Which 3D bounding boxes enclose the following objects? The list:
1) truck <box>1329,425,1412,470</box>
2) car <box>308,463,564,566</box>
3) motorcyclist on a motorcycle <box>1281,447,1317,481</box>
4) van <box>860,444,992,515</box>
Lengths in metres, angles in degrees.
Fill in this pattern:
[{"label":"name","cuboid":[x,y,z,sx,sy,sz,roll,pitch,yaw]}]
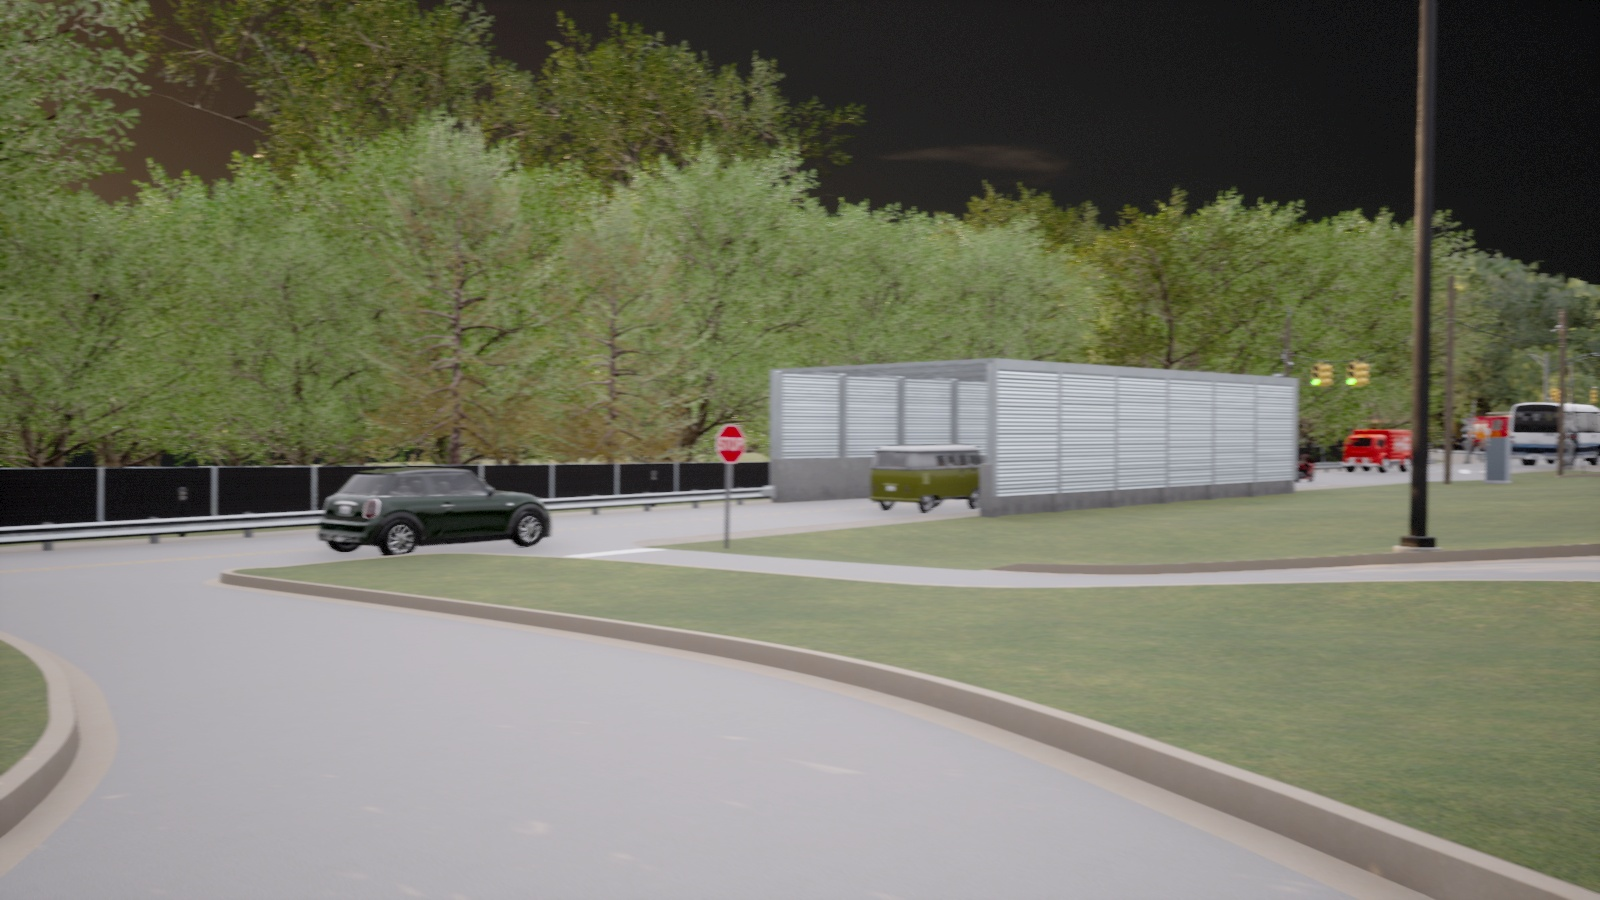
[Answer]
[{"label":"truck","cuboid":[33.065,-0.169,72.727,5.204,2.467,2.627,-1,1,-44]},{"label":"car","cuboid":[-7.251,1.208,25.401,2.097,1.767,4.553,0,1,39]},{"label":"motorcyclist on a motorcycle","cuboid":[23.041,0.621,57.929,0.797,1.523,2.044,1,1,45]},{"label":"van","cuboid":[3.930,0.834,38.502,1.775,1.987,4.442,1,1,41]}]
